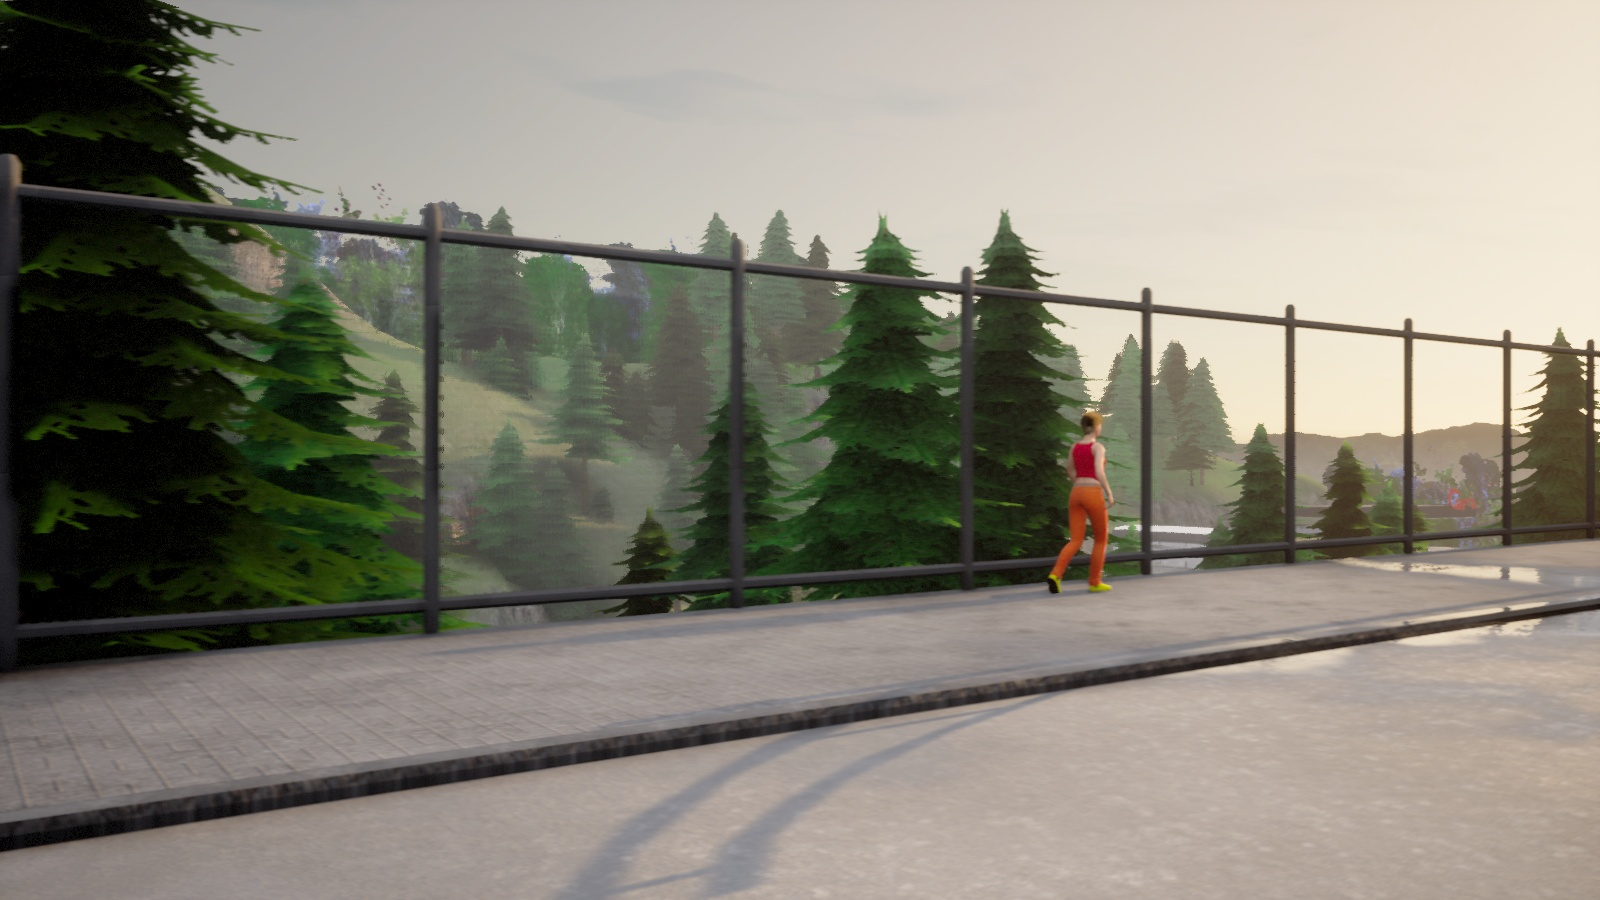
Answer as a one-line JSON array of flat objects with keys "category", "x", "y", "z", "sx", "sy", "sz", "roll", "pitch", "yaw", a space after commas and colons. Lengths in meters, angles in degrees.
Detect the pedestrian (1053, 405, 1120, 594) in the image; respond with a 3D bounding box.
[{"category": "pedestrian", "x": 2.860, "y": 0.479, "z": 12.532, "sx": 0.594, "sy": 1.836, "sz": 0.345, "roll": 0, "pitch": 0, "yaw": -35}]
